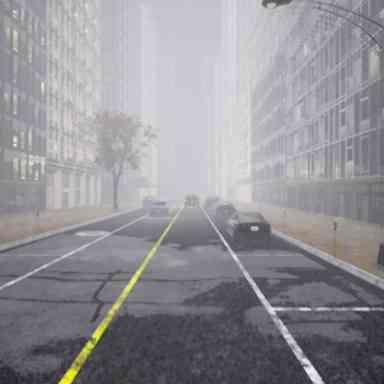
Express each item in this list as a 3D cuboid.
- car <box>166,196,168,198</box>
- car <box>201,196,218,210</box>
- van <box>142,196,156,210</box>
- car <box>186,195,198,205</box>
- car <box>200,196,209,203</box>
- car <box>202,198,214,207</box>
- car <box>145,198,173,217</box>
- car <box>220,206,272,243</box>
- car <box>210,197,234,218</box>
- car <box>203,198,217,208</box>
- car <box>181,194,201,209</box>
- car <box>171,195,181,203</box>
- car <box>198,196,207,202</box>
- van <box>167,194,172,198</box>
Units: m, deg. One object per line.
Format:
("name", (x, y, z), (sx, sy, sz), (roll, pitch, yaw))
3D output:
("car", (-5.703, 1.676, 56.199), (2.008, 1.369, 4.403), (0, 0, 0))
("car", (2.678, 1.419, 44.802), (2.192, 1.841, 5.009), (0, 0, 0))
("van", (-5.703, 1.445, 44.806), (1.690, 1.788, 3.998), (0, 0, 0))
("car", (-0.009, 1.485, 60.638), (2.097, 1.767, 4.553), (0, 0, 0))
("car", (2.676, 1.677, 73.464), (1.752, 1.417, 4.829), (0, 0, 0))
("car", (2.677, 1.670, 56.198), (1.887, 1.381, 4.507), (0, 0, 0))
("car", (-3.097, 1.585, 32.755), (1.837, 1.490, 4.892), (0, 0, 0))
("car", (2.683, 1.608, 16.311), (1.947, 1.339, 4.313), (0, 0, 0))
("car", (2.995, 1.555, 31.503), (1.882, 1.535, 5.008), (0, 0, 0))
("car", (2.678, 1.641, 50.670), (1.752, 1.417, 4.829), (0, 0, 0))
("car", (-0.001, 1.331, 46.650), (2.150, 2.045, 5.566), (0, 0, 0))
("car", (-3.011, 1.581, 73.953), (1.812, 1.442, 4.674), (0, 0, 0))
("car", (2.674, 1.731, 84.690), (1.947, 1.339, 4.313), (0, 0, 0))
("van", (-5.708, 1.506, 84.693), (1.690, 1.788, 3.998), (0, 0, 0))
